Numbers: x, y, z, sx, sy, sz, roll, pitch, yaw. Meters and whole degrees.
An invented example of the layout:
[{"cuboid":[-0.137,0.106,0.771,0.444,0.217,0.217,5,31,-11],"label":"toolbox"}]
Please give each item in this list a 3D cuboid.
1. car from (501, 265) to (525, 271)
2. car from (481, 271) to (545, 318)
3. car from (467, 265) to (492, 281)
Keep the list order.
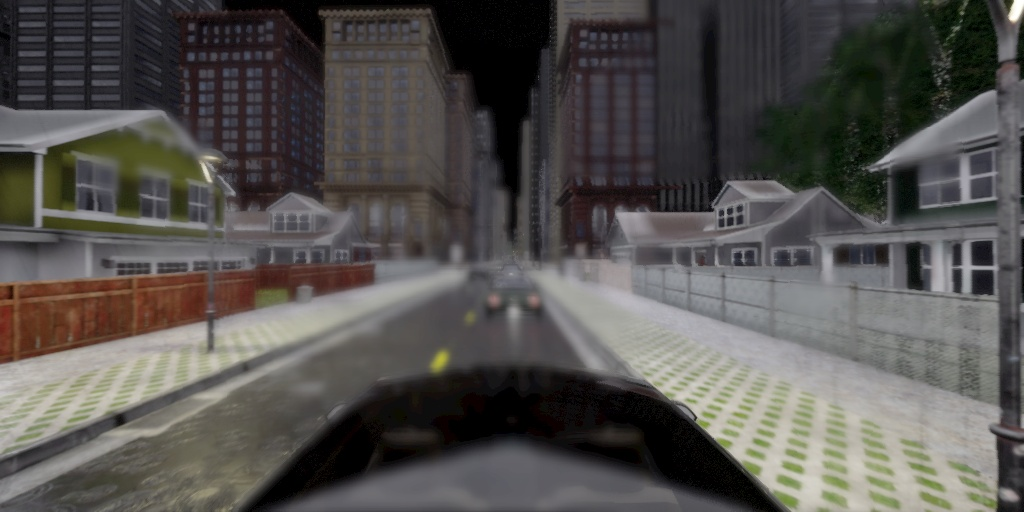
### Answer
[{"cuboid":[0.084,1.432,29.259,1.994,1.385,4.181,0,0,0],"label":"car"},{"cuboid":[0.082,1.393,13.142,1.895,1.301,4.718,0,0,0],"label":"car"},{"cuboid":[-2.835,1.482,31.831,1.895,1.301,4.718,0,0,0],"label":"car"}]
